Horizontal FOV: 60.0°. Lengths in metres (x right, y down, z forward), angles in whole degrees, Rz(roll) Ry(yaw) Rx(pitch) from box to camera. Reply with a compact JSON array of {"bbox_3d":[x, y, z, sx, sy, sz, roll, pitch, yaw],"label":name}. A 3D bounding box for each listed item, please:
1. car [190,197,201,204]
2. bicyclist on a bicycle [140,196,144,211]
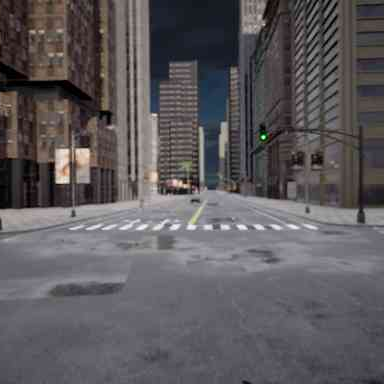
[{"bbox_3d":[0.697,1.566,63.436,1.895,1.301,4.718,-1,0,3],"label":"car"},{"bbox_3d":[-6.181,1.409,40.812,0.659,1.776,1.843,-1,0,3],"label":"bicyclist on a bicycle"}]
